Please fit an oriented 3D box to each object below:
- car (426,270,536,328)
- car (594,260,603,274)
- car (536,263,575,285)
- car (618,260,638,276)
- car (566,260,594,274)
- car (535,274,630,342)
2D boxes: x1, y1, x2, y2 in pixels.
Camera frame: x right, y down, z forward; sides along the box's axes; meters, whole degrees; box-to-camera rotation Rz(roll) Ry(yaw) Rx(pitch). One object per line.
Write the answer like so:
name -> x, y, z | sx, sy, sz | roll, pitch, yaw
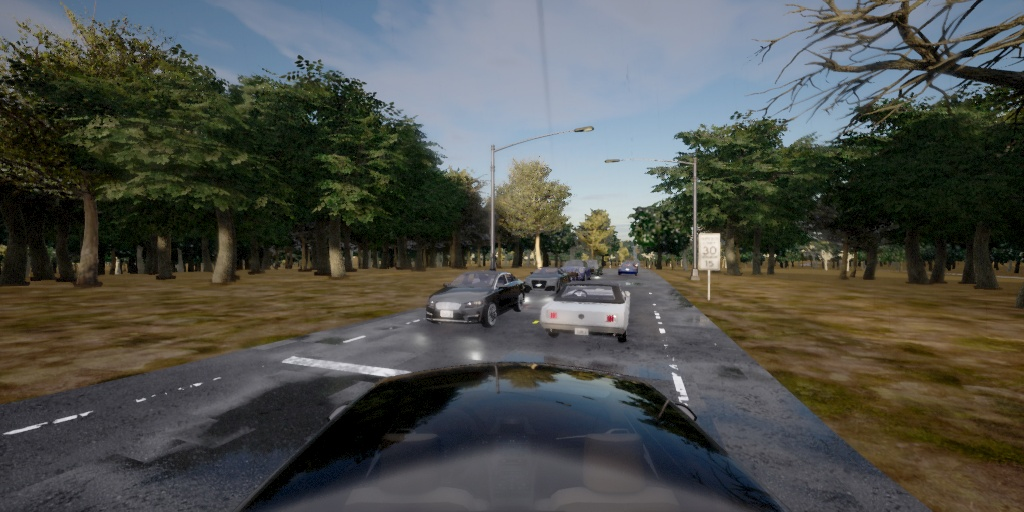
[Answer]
car -> -0.950, 1.233, 11.623 | 2.128, 1.511, 4.902 | 0, 0, 18
car -> 8.290, 1.165, 37.636 | 2.097, 1.767, 4.553 | 0, -1, 20
car -> 2.033, 1.296, 20.029 | 1.994, 1.385, 4.181 | 0, 0, 20
car -> 12.711, 1.416, 39.283 | 1.994, 1.385, 4.181 | 0, -1, 20
car -> 4.969, 1.094, 28.330 | 2.097, 1.767, 4.553 | 0, 0, 20
car -> 2.250, 1.344, 9.843 | 1.895, 1.301, 4.718 | 0, 0, 19
